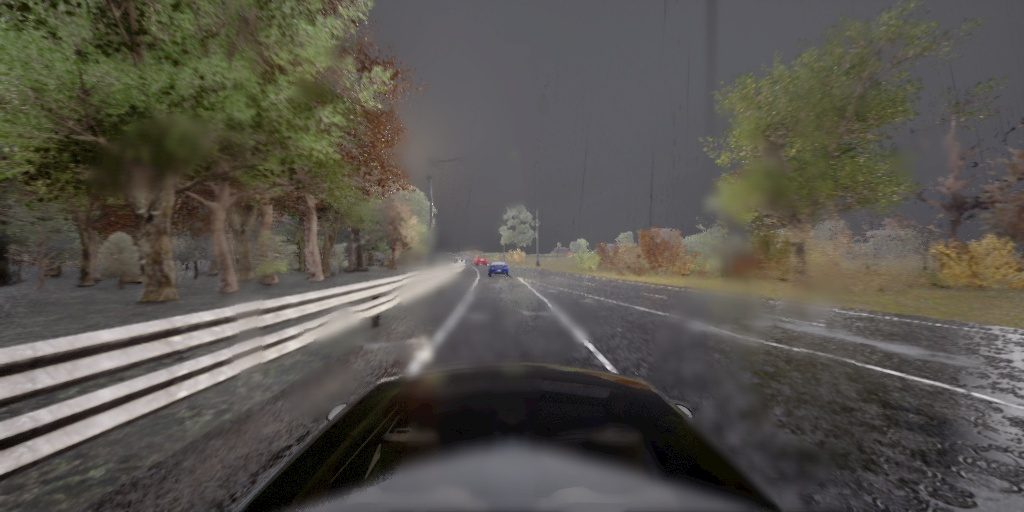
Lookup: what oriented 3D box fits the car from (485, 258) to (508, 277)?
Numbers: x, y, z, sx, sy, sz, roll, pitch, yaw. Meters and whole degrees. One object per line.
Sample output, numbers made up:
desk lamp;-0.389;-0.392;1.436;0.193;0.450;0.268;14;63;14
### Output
car;-1.446;1.210;35.978;1.882;1.535;5.008;0;0;-6
